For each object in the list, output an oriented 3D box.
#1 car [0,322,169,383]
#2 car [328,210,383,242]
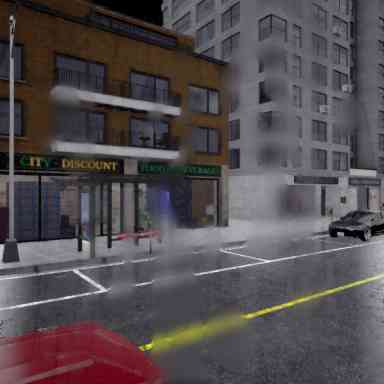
[{"bbox_3d":[-2.282,1.601,1.696,4.718,1.301,1.895,0,0,-35],"label":"car"},{"bbox_3d":[8.602,1.566,16.530,4.313,1.339,1.947,0,0,-36],"label":"car"}]
